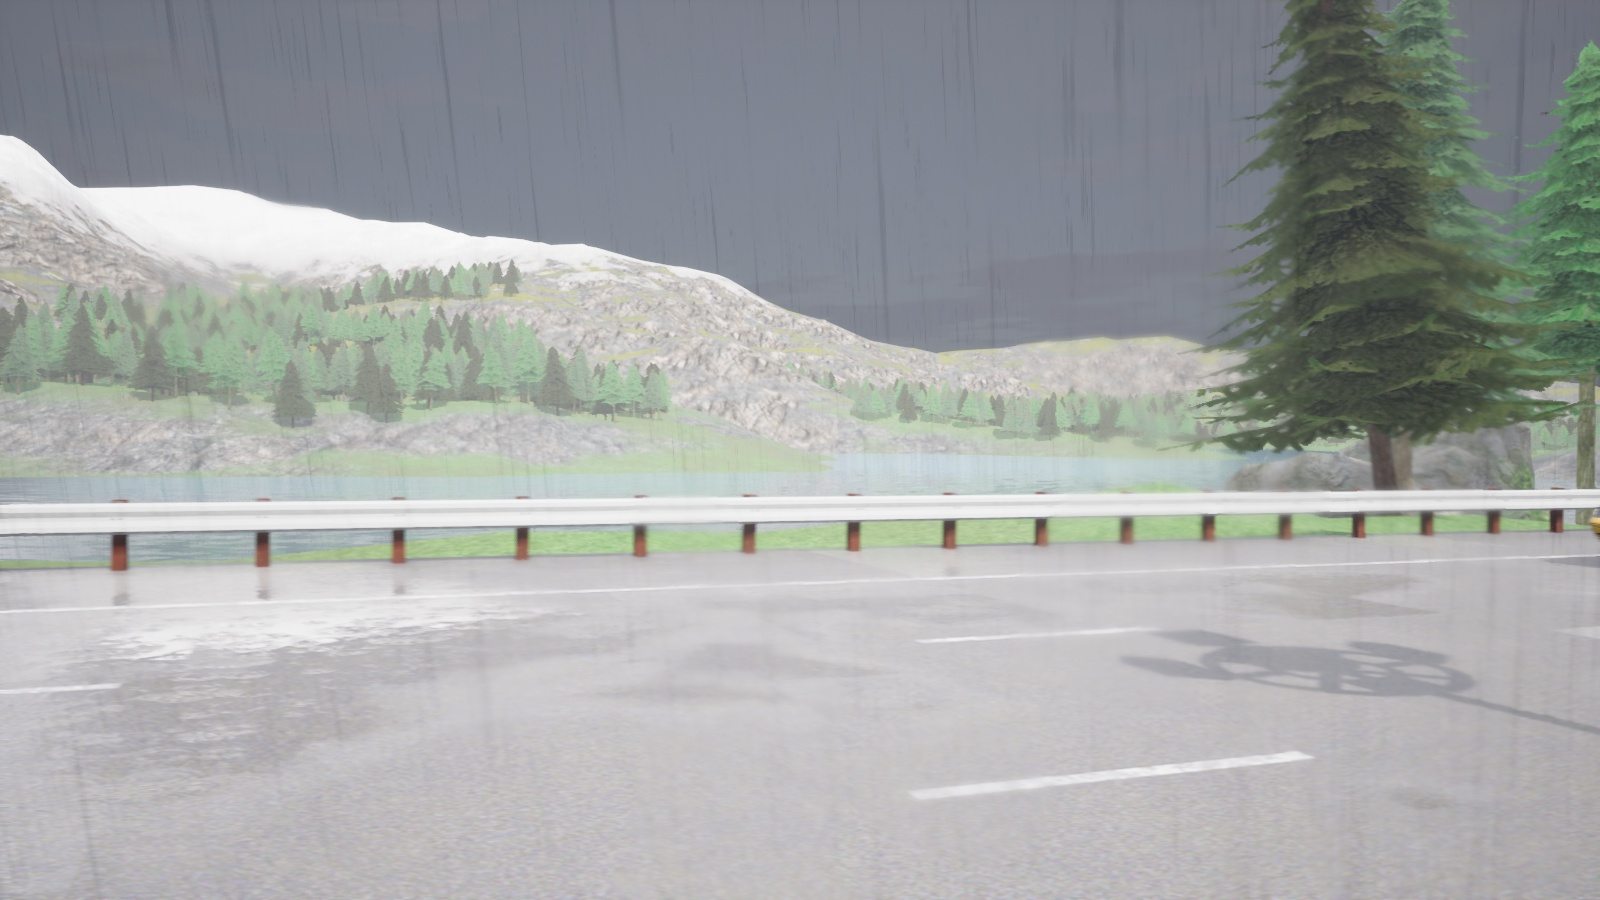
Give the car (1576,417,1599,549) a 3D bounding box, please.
[{"bbox_3d":[12.260,0.356,15.379,5.366,1.575,1.801,-1,1,-21],"label":"car"}]
